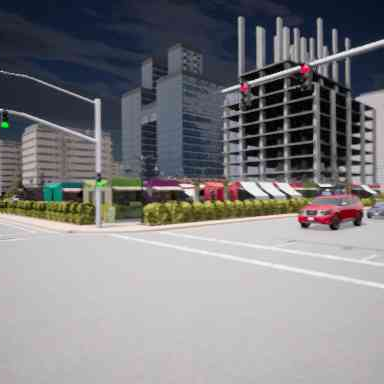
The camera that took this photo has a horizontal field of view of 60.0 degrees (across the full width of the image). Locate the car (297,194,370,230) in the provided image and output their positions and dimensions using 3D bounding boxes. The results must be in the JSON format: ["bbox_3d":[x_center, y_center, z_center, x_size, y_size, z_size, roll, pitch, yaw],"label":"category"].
[{"bbox_3d":[8.927,1.192,21.138,5.566,2.045,2.150,0,0,-42],"label":"car"}]

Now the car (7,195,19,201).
[{"bbox_3d":[-36.047,1.633,69.932,3.866,1.878,1.905,0,0,-42],"label":"car"}]

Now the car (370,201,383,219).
[{"bbox_3d":[16.207,1.449,27.711,4.674,1.442,1.812,0,0,-42],"label":"car"}]
